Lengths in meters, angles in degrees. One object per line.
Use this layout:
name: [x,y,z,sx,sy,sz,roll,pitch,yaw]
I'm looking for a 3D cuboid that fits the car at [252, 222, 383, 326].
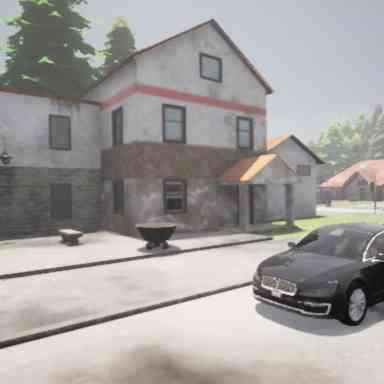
car: [3.390,1.459,7.100,4.892,1.490,1.837,-1,0,-36]
